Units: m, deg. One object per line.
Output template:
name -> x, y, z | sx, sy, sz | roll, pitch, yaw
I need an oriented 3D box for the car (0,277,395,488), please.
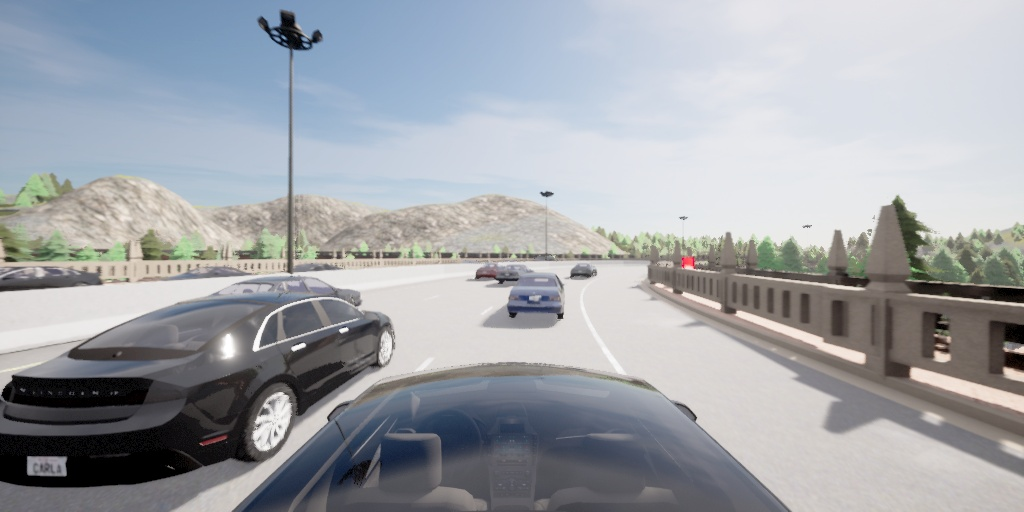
car -> -3.204, 1.241, 4.960 | 1.837, 1.490, 4.892 | 0, 0, 2

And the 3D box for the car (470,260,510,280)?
car -> -1.621, 1.319, 31.377 | 1.994, 1.385, 4.181 | 0, 0, 19

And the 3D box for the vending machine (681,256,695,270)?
vending machine -> 10.865, 1.007, 22.394 | 1.100, 2.100, 0.880 | 0, 0, 16

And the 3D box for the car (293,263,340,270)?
car -> -11.898, 1.206, 21.089 | 1.837, 1.490, 4.892 | 0, 0, 12

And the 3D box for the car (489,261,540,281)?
car -> 0.388, 1.310, 26.505 | 2.033, 1.411, 5.357 | 0, 0, 17

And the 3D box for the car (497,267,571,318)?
car -> 1.015, 1.308, 13.140 | 2.033, 1.411, 5.357 | 0, 0, 8

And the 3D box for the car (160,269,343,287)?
car -> -6.377, 1.270, 10.168 | 2.033, 1.411, 5.357 | 0, 0, 6

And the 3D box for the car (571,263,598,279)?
car -> 6.891, 1.362, 34.127 | 1.994, 1.385, 4.181 | 0, 0, 22

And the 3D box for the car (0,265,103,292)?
car -> -20.060, 1.150, 14.537 | 2.128, 1.511, 4.902 | 0, 0, 8

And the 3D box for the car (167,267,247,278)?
car -> -15.864, 1.245, 18.851 | 1.994, 1.385, 4.181 | 0, 0, 10

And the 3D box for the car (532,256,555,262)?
car -> 5.193, 1.018, 59.934 | 2.150, 2.045, 5.566 | 0, 0, 36

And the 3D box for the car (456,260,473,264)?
car -> -6.663, 1.289, 54.550 | 2.033, 1.411, 5.357 | 0, 0, 29
